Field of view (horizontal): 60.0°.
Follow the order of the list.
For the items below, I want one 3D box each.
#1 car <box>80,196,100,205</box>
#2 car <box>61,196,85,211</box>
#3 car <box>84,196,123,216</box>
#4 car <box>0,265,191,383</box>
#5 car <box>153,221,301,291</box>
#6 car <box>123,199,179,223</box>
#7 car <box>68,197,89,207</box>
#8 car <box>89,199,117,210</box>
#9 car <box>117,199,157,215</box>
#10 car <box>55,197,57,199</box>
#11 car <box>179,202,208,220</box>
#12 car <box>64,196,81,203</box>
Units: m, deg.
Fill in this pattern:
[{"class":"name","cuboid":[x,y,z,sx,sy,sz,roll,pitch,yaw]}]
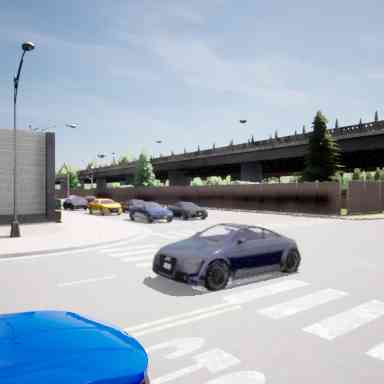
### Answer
[{"class":"car","cuboid":[-17.814,1.422,57.839,1.882,1.535,5.008,0,0,-36]},{"class":"car","cuboid":[-14.259,1.492,40.508,2.033,1.411,5.357,0,0,-36]},{"class":"car","cuboid":[-8.561,1.422,32.529,1.882,1.535,5.008,0,0,-36]},{"class":"car","cuboid":[-2.609,1.478,1.913,5.008,1.535,1.882,0,0,-36]},{"class":"car","cuboid":[1.040,1.564,9.029,4.181,1.385,1.994,0,0,-35]},{"class":"car","cuboid":[-3.193,1.470,25.025,1.812,1.442,4.674,0,0,-36]},{"class":"car","cuboid":[-17.429,1.470,51.082,1.812,1.442,4.674,0,0,-35]},{"class":"car","cuboid":[-11.468,1.545,42.640,1.895,1.301,4.718,0,0,-35]},{"class":"car","cuboid":[-5.897,1.492,34.832,2.033,1.411,5.357,0,0,-35]},{"class":"car","cuboid":[-20.847,1.508,49.765,1.994,1.385,4.181,0,0,-34]},{"class":"car","cuboid":[-0.531,1.508,27.316,1.994,1.385,4.181,0,0,-36]},{"class":"car","cuboid":[-23.742,1.469,65.957,1.812,1.442,4.674,0,0,-36]}]
